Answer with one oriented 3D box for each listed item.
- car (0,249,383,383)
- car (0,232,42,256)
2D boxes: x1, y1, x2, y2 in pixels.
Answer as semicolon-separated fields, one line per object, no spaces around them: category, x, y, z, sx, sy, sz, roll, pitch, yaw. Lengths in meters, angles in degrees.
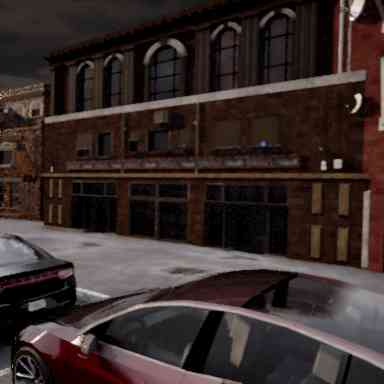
car;0.271;1.507;3.077;4.792;1.488;2.163;0;0;36
car;-4.270;1.471;6.169;5.008;1.535;2.097;0;0;34
